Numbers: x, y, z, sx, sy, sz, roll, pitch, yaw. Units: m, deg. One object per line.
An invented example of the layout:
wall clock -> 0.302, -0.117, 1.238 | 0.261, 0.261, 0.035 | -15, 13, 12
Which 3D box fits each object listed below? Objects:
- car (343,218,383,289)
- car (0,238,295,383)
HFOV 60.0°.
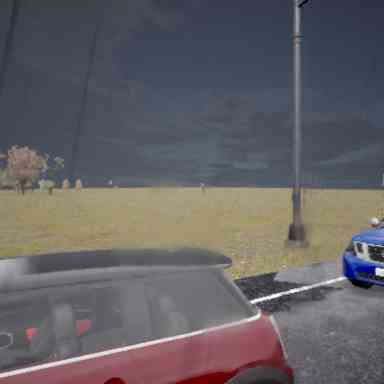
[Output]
car -> 6.026, 1.247, 8.176 | 5.566, 2.045, 2.150 | 0, 0, -36
car -> -1.413, 1.355, 2.802 | 4.553, 1.767, 2.097 | 0, 0, -25
